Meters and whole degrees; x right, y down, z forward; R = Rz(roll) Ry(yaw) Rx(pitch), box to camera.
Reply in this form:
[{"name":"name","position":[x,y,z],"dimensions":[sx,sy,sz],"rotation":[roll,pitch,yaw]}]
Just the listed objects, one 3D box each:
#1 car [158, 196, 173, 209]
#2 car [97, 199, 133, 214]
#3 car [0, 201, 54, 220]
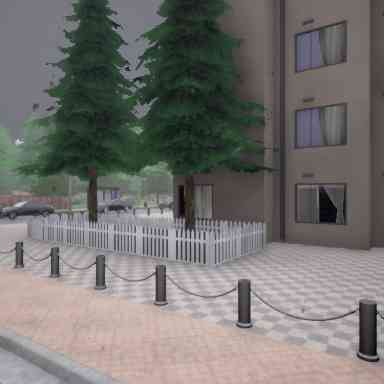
[{"name":"car","position":[-2.491,1.337,44.299],"dimensions":[2.097,1.767,4.553],"rotation":[0,0,37]},{"name":"car","position":[-8.663,1.476,36.134],"dimensions":[2.128,1.511,4.902],"rotation":[0,0,37]},{"name":"car","position":[-14.255,1.510,28.674],"dimensions":[1.812,1.442,4.674],"rotation":[0,0,37]}]
